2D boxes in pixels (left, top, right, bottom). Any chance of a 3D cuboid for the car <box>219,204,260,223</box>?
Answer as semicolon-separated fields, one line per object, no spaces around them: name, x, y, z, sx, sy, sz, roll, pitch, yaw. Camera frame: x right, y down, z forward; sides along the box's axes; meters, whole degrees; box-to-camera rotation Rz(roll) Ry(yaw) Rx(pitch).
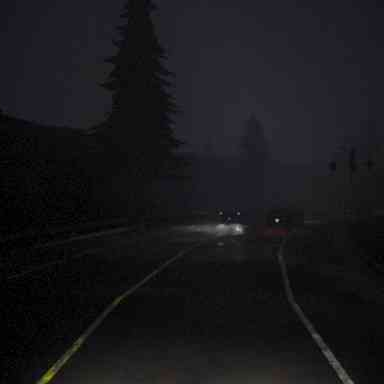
car;3.905;1.662;26.288;1.895;1.301;4.718;0;0;32

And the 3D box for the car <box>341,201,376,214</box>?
car;18.917;1.714;37.631;4.718;1.301;1.895;0;0;-38

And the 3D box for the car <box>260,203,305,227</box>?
car;6.671;1.568;23.599;1.837;1.490;4.892;0;0;29
